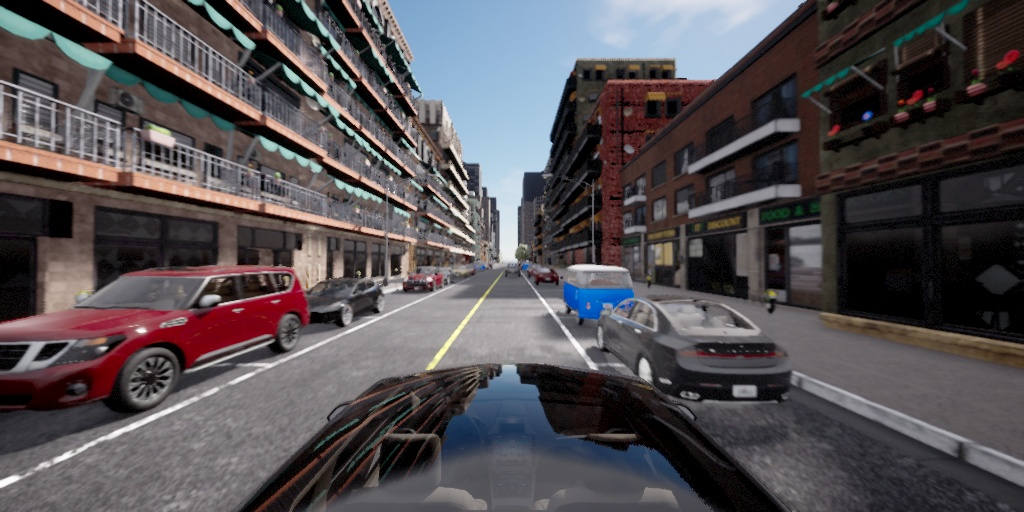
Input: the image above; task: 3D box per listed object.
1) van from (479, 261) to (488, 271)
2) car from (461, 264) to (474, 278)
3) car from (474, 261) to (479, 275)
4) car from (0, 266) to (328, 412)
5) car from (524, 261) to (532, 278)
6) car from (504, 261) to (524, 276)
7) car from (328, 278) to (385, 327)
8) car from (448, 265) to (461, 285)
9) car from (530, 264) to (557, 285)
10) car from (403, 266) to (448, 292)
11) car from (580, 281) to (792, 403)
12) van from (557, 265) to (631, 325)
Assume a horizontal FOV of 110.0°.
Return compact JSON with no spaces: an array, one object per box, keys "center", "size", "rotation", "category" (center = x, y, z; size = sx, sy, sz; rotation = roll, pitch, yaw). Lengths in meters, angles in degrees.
[{"center":[-5.688,1.783,62.967],"size":[1.690,1.789,3.998],"rotation":[0,0,0],"category":"van"},{"center":[-5.689,1.700,40.140],"size":[1.751,1.417,4.829],"rotation":[0,0,0],"category":"car"},{"center":[-5.688,1.680,45.976],"size":[1.967,1.591,4.097],"rotation":[0,0,0],"category":"car"},{"center":[-5.690,1.113,6.327],"size":[2.192,1.841,5.009],"rotation":[0,0,0],"category":"car"},{"center":[2.692,1.614,40.309],"size":[1.967,1.591,4.097],"rotation":[0,0,0],"category":"car"},{"center":[0.102,1.714,44.468],"size":[2.128,1.511,4.902],"rotation":[0,-1,0],"category":"car"},{"center":[-5.690,1.424,11.988],"size":[1.948,1.339,4.313],"rotation":[0,0,0],"category":"car"},{"center":[-5.689,1.595,28.982],"size":[2.007,1.370,4.403],"rotation":[0,0,0],"category":"car"},{"center":[2.691,1.590,28.981],"size":[1.888,1.381,4.507],"rotation":[0,0,0],"category":"car"},{"center":[-5.689,1.421,23.317],"size":[1.967,1.591,4.097],"rotation":[0,0,0],"category":"car"},{"center":[2.690,1.348,6.325],"size":[2.007,1.370,4.403],"rotation":[0,0,0],"category":"car"},{"center":[2.690,1.199,11.987],"size":[1.690,1.789,3.998],"rotation":[0,0,0],"category":"van"}]
